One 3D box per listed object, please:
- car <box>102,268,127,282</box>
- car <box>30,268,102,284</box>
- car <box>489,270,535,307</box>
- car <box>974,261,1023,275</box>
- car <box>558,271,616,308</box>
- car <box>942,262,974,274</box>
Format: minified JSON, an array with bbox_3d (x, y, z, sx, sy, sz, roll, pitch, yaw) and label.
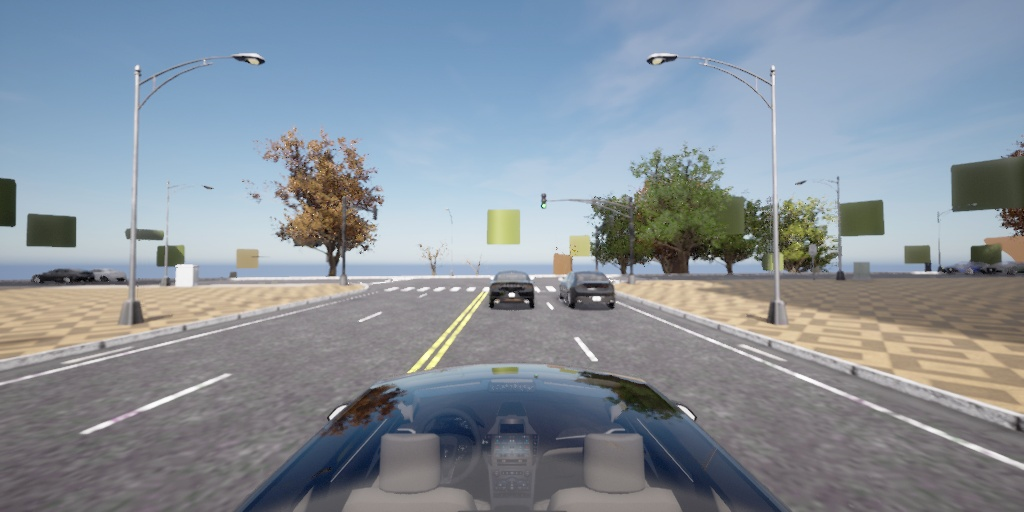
[{"bbox_3d":[-44.439,2.070,38.728,4.674,1.442,1.812,0,-1,0],"label":"car"},{"bbox_3d":[-44.342,1.970,35.479,4.892,1.490,1.837,0,-1,0],"label":"car"},{"bbox_3d":[0.003,1.365,16.339,1.882,1.535,5.008,0,0,0],"label":"car"},{"bbox_3d":[50.047,1.218,35.996,4.181,1.385,1.994,0,-1,0],"label":"car"},{"bbox_3d":[3.251,1.393,16.147,1.837,1.490,4.892,0,0,0],"label":"car"},{"bbox_3d":[49.989,1.300,39.246,4.181,1.385,1.994,0,-1,0],"label":"car"}]
